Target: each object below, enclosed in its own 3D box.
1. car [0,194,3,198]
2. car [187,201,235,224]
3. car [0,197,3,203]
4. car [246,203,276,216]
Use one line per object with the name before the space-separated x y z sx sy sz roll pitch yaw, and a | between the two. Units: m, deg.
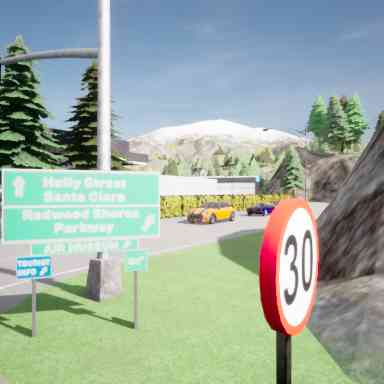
car | -38.661 1.489 69.944 4.514 1.523 2.007 0 0 35
car | 1.584 1.544 26.704 2.097 1.767 4.553 0 0 36
car | -12.400 1.505 26.036 1.905 1.878 3.866 0 0 35
car | 7.486 1.792 34.833 1.895 1.301 4.718 0 0 36
